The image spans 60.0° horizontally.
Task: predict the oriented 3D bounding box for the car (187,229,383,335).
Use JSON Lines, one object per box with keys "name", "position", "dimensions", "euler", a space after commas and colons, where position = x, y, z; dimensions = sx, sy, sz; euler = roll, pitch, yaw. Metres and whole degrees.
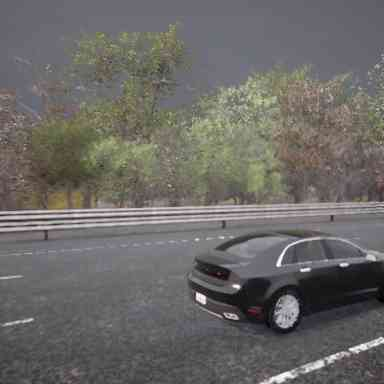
{"name": "car", "position": [2.252, 1.509, 6.682], "dimensions": [4.892, 1.490, 1.837], "euler": [0, 0, -30]}
